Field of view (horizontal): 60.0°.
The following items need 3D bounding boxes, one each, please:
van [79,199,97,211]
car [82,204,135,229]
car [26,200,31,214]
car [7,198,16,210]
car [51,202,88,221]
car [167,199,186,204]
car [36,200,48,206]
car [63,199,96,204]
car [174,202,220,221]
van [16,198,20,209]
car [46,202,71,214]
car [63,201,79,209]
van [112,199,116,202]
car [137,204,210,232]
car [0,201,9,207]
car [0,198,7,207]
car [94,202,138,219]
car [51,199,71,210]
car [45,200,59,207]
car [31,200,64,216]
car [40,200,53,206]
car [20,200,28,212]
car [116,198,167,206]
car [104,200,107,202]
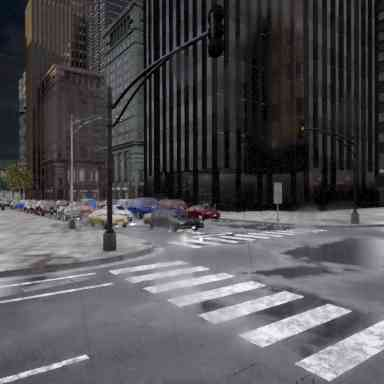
[{"bbox_3d":[-17.012,2.038,54.384,1.690,1.788,3.998,-1,0,-35],"label":"van"},{"bbox_3d":[-6.233,1.843,24.408,1.752,1.417,4.829,-1,0,-35],"label":"car"},{"bbox_3d":[-20.470,2.197,44.468,1.887,1.381,4.507,-1,0,-35],"label":"car"},{"bbox_3d":[-31.886,2.355,60.550,1.967,1.590,4.097,-1,0,-35],"label":"car"},{"bbox_3d":[-11.986,2.004,32.515,2.008,1.369,4.403,-1,0,-35],"label":"car"},{"bbox_3d":[-2.315,1.668,33.625,2.192,1.841,5.009,-1,0,-35],"label":"car"},{"bbox_3d":[-37.684,2.711,83.454,2.008,1.369,4.403,-1,0,-35],"label":"car"},{"bbox_3d":[-12.890,1.867,38.417,2.097,1.767,4.553,0,-1,-35],"label":"car"},{"bbox_3d":[0.630,1.828,29.473,1.887,1.381,4.507,-1,0,-35],"label":"car"},{"bbox_3d":[-26.129,2.124,52.436,1.690,1.788,3.998,-1,0,-35],"label":"van"},{"bbox_3d":[-18.871,2.146,46.918,2.128,1.511,4.902,0,-1,-35],"label":"car"},{"bbox_3d":[-22.630,2.408,62.242,1.802,1.307,4.206,-1,0,-35],"label":"car"},{"bbox_3d":[-8.194,1.833,41.929,1.690,1.788,3.998,-1,0,-35],"label":"van"},{"bbox_3d":[-1.414,1.791,22.180,2.033,1.411,5.357,0,-1,-35],"label":"car"},{"bbox_3d":[-44.332,2.773,78.092,1.802,1.307,4.206,-1,0,-35],"label":"car"},{"bbox_3d":[-41.221,2.668,73.707,1.887,1.381,4.507,-1,0,-35],"label":"car"},{"bbox_3d":[-7.012,1.902,30.122,1.812,1.442,4.674,0,-1,-35],"label":"car"},{"bbox_3d":[-22.824,2.143,57.940,2.097,1.767,4.553,0,-1,-35],"label":"car"},{"bbox_3d":[-31.662,2.596,74.969,1.947,1.339,4.313,-1,0,-35],"label":"car"},{"bbox_3d":[-17.647,1.901,40.484,2.192,1.841,5.009,-1,0,-35],"label":"car"},{"bbox_3d":[-34.674,2.662,79.212,1.947,1.339,4.313,-1,0,-35],"label":"car"},{"bbox_3d":[-23.299,2.158,48.452,1.967,1.590,4.097,-1,0,-35],"label":"car"},{"bbox_3d":[-5.120,1.601,32.986,2.150,2.045,5.566,0,-1,-35],"label":"car"},{"bbox_3d":[-11.133,1.875,46.080,2.192,1.841,5.009,-1,0,-35],"label":"car"}]
